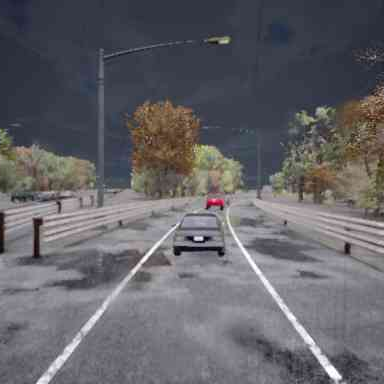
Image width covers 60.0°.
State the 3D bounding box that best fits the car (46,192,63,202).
[{"bbox_3d":[-24.528,0.882,59.458,1.837,1.490,4.892,0,2,-11],"label":"car"}]

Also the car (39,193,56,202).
[{"bbox_3d":[-23.300,0.876,54.419,1.837,1.490,4.892,0,-1,-14],"label":"car"}]

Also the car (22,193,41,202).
[{"bbox_3d":[-27.753,0.901,57.762,1.812,1.442,4.674,1,0,-11],"label":"car"}]

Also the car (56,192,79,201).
[{"bbox_3d":[-19.379,0.915,51.968,1.882,1.535,5.008,0,0,-11],"label":"car"}]

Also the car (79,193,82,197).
[{"bbox_3d":[-20.966,0.728,59.640,2.097,1.767,4.553,0,0,-11],"label":"car"}]

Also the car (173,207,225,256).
[{"bbox_3d":[0.330,1.538,13.145,2.033,1.411,5.357,0,0,3],"label":"car"}]

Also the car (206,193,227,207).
[{"bbox_3d":[3.050,1.185,43.210,2.150,2.045,5.566,0,0,8],"label":"car"}]

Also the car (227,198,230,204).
[{"bbox_3d":[5.702,1.508,59.897,1.994,1.385,4.181,0,0,11],"label":"car"}]

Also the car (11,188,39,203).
[{"bbox_3d":[-26.588,0.530,52.442,2.150,2.045,5.566,0,-2,-9],"label":"car"}]
